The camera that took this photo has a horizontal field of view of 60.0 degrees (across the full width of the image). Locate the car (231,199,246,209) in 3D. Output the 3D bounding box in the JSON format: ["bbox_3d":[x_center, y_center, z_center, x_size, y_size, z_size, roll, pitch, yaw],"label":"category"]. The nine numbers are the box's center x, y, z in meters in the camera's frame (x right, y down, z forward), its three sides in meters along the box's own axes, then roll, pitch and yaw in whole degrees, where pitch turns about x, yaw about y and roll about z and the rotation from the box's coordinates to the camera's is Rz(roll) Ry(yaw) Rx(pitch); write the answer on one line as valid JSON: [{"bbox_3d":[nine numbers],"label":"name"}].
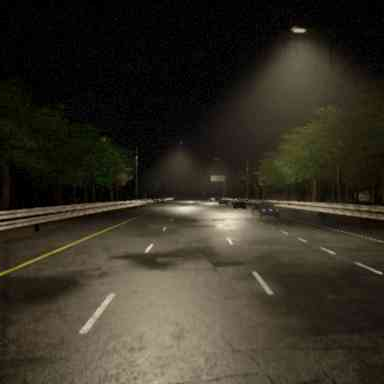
[{"bbox_3d":[7.141,1.861,51.215,2.128,1.511,4.902,0,-1,0],"label":"car"}]

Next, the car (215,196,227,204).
[{"bbox_3d":[7.352,2.285,80.786,1.994,1.385,4.181,0,-1,1],"label":"car"}]

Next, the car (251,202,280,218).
[{"bbox_3d":[7.054,1.705,32.186,2.033,1.411,5.357,0,-1,0],"label":"car"}]
